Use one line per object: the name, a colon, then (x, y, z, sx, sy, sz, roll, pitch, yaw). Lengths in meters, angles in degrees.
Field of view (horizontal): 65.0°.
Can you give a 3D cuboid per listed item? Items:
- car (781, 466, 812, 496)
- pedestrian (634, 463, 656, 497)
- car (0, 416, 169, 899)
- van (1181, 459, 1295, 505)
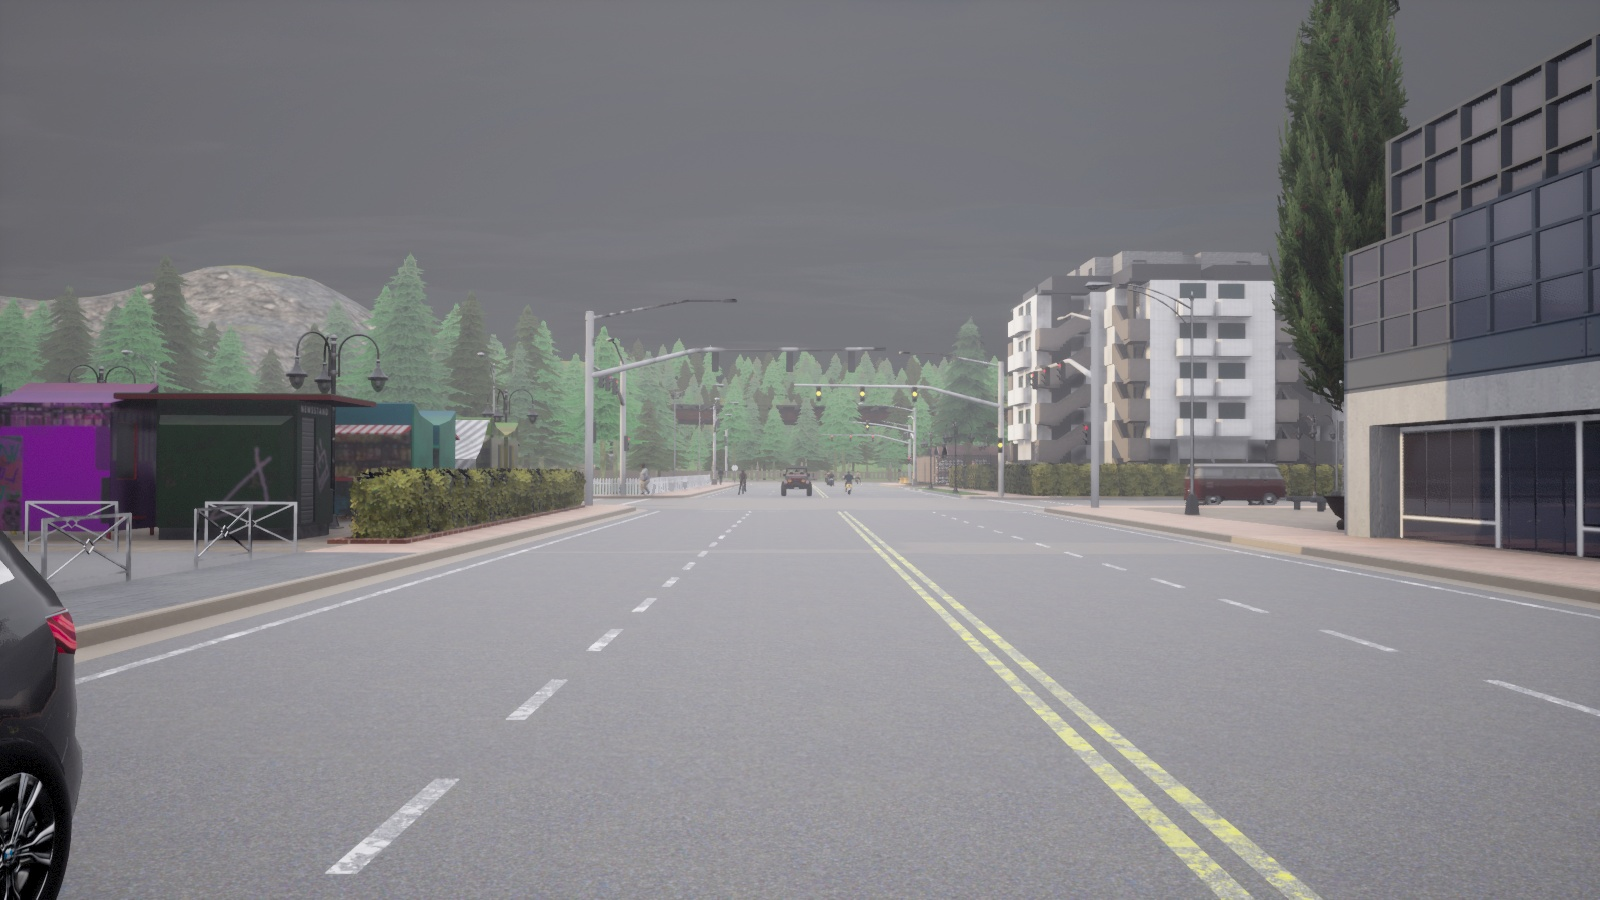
car: (-0.200, 1.930, 78.718, 1.905, 1.878, 3.866, 0, -1, 0)
pedestrian: (-8.720, 1.689, 70.509, 0.900, 1.855, 0.874, 1, -1, -42)
car: (-3.507, 0.714, 2.453, 2.242, 1.667, 4.611, 0, -1, 0)
van: (19.614, 1.433, 56.346, 4.442, 1.987, 1.775, 0, -1, -4)
